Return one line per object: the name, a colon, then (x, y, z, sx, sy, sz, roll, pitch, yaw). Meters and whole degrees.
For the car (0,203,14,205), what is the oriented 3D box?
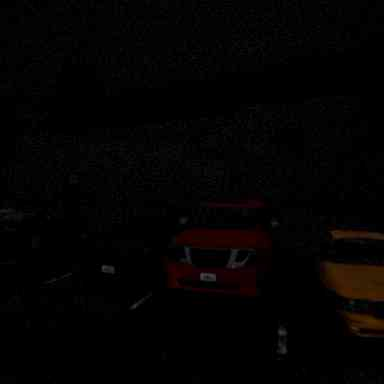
car: (-11.172, 1.373, 17.496, 2.185, 1.767, 4.553, 1, -1, 16)

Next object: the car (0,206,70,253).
car: (-6.302, 1.498, 13.973, 2.097, 1.535, 5.008, 0, -1, 16)

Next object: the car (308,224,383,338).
car: (3.428, 1.480, 6.824, 1.946, 1.575, 5.366, 1, -1, 16)

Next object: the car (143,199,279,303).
car: (1.032, 1.236, 8.722, 2.435, 2.045, 5.566, 1, -1, 15)

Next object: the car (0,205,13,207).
car: (-8.739, 1.540, 15.723, 2.002, 1.452, 4.674, 1, -1, 16)

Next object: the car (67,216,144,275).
car: (-1.415, 1.518, 10.462, 2.163, 1.488, 4.792, 0, -1, 15)
